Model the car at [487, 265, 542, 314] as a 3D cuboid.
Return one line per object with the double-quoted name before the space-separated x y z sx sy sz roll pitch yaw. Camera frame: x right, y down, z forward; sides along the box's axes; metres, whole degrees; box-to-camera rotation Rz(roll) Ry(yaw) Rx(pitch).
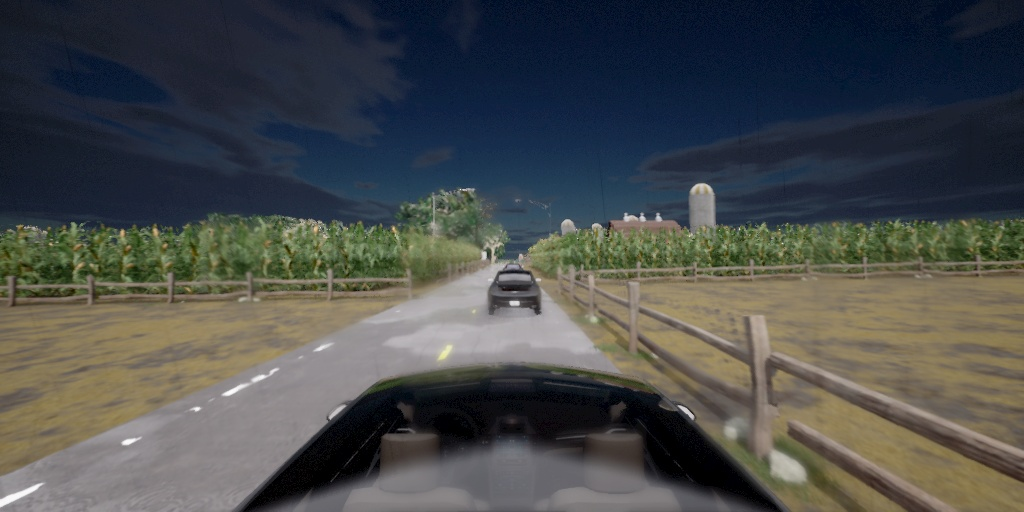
"car" 0.097 1.267 13.853 1.837 1.490 4.892 0 0 0
